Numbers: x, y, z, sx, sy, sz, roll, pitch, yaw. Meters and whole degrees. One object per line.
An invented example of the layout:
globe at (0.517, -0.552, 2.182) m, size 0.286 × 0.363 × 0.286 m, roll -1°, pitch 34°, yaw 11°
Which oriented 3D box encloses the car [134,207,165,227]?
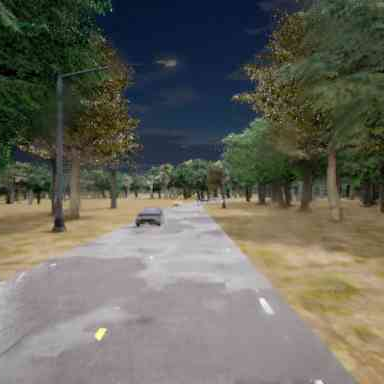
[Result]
car at (-3.089, 1.835, 25.479) m, size 2.033 × 1.411 × 5.357 m, roll 0°, pitch -1°, yaw 0°

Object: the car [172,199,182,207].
car at (-2.965, 2.230, 67.340) m, size 1.882 × 1.535 × 5.008 m, roll 0°, pitch 0°, yaw 1°

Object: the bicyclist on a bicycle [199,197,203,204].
bicyclist on a bicycle at (2.332, 2.317, 86.411) m, size 0.659 × 1.776 × 1.843 m, roll 0°, pitch 0°, yaw 8°

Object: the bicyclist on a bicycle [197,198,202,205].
bicyclist on a bicycle at (1.382, 2.232, 77.604) m, size 0.659 × 1.776 × 1.843 m, roll 0°, pitch 0°, yaw 5°
